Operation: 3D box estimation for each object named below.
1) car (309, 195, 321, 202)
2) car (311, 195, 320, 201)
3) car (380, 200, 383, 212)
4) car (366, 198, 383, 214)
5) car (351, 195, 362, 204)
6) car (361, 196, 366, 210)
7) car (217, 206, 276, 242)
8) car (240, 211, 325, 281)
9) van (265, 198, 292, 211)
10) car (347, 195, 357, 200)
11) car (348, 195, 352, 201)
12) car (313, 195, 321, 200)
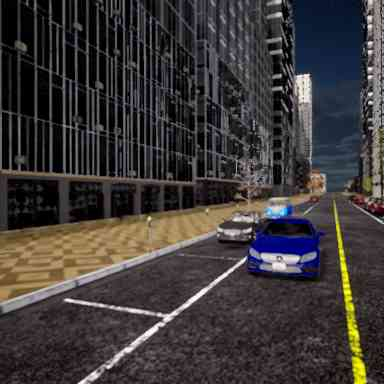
[{"bbox_3d":[26.958,1.441,73.565,1.887,1.381,4.507,0,0,23],"label":"car"},{"bbox_3d":[29.180,1.462,78.807,1.802,1.307,4.206,0,0,23],"label":"car"},{"bbox_3d":[14.678,1.519,23.119,2.008,1.369,4.403,0,0,23],"label":"car"},{"bbox_3d":[19.121,1.390,33.601,1.967,1.590,4.097,0,0,23],"label":"car"},{"bbox_3d":[30.229,1.439,59.806,1.887,1.381,4.507,0,0,23],"label":"car"},{"bbox_3d":[21.342,1.380,38.842,1.967,1.590,4.097,0,0,23],"label":"car"},{"bbox_3d":[2.520,1.563,15.911,2.008,1.369,4.403,0,0,23],"label":"car"},{"bbox_3d":[3.012,1.530,10.177,1.812,1.442,4.674,0,0,23],"label":"car"},{"bbox_3d":[6.963,1.342,26.393,1.690,1.788,3.998,0,0,23],"label":"van"},{"bbox_3d":[41.336,1.380,86.011,1.947,1.339,4.313,0,0,23],"label":"car"},{"bbox_3d":[36.893,1.414,75.529,1.947,1.339,4.313,0,0,23],"label":"car"},{"bbox_3d":[33.623,1.391,89.289,1.887,1.381,4.507,0,0,23],"label":"car"}]
